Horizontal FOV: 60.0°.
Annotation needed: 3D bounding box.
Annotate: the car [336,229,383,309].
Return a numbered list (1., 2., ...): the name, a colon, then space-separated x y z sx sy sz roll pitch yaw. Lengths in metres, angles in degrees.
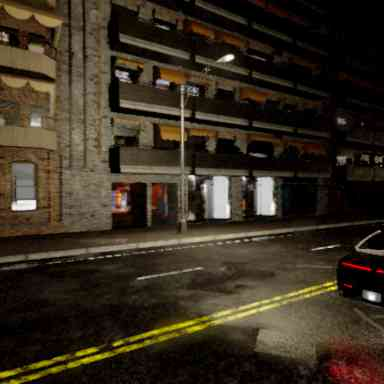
1. car: 4.988 1.499 6.990 4.892 1.490 1.837 0 0 -35
